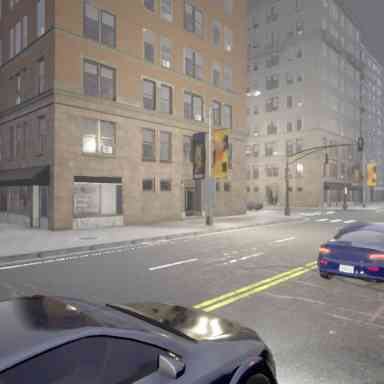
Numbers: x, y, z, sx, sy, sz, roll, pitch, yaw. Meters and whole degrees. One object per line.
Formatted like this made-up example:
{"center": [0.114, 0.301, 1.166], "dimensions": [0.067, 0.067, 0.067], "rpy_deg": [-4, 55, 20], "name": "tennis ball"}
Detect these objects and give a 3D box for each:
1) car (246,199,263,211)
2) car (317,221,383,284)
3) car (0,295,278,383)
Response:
{"center": [6.438, 1.550, 40.009], "dimensions": [4.181, 1.385, 1.994], "rpy_deg": [0, 0, 43], "name": "car"}
{"center": [4.977, 1.528, 9.007], "dimensions": [1.812, 1.442, 4.674], "rpy_deg": [0, 0, 43], "name": "car"}
{"center": [-1.046, 1.564, 2.565], "dimensions": [1.994, 1.385, 4.181], "rpy_deg": [0, 0, 43], "name": "car"}
